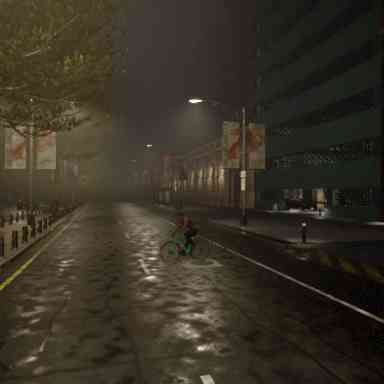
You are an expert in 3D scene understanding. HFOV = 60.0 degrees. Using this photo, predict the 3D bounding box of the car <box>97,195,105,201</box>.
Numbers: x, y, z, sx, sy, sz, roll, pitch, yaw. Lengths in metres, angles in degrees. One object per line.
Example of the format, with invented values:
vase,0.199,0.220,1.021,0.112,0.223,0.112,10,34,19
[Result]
car,-22.425,1.500,81.774,1.837,1.490,4.892,0,0,-15

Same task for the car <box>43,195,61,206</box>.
car,-23.974,1.564,56.318,1.994,1.385,4.181,0,0,-15

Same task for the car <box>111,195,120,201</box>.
car,-18.777,1.478,81.680,1.882,1.535,5.008,0,0,-15

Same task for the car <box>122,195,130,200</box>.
car,-18.375,1.595,92.758,1.895,1.301,4.718,0,0,-15

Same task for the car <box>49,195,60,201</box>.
car,-35.342,1.490,85.565,2.033,1.411,5.357,0,0,-15

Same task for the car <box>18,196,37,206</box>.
car,-27.384,1.477,55.534,1.882,1.535,5.008,0,0,-15

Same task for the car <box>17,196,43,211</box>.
car,-19.660,1.504,40.068,1.837,1.490,4.892,0,0,-15

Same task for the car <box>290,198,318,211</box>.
car,12.642,1.413,38.946,2.161,1.482,4.786,0,0,-15

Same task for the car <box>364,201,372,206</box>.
car,23.954,1.463,41.554,1.895,1.301,4.718,0,0,-15

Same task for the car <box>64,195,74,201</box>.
car,-31.863,1.482,86.101,1.837,1.490,4.892,0,0,-15

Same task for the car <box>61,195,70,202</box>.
car,-27.866,1.355,71.148,2.097,1.767,4.553,0,0,-15

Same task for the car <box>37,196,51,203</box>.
car,-31.321,1.540,70.522,2.033,1.411,5.357,0,0,-15

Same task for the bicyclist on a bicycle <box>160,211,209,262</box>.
bicyclist on a bicycle,-0.217,1.451,10.735,1.656,1.620,0.582,0,0,-15
